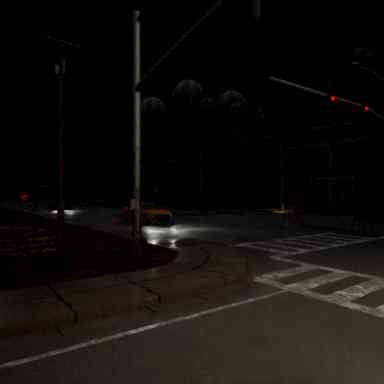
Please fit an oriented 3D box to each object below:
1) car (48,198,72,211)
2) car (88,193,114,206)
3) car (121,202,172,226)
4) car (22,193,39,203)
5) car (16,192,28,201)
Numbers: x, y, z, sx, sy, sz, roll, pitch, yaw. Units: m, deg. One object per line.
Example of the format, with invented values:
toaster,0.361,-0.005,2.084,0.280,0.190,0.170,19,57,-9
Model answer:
car,-16.405,1.484,41.209,1.812,1.442,4.674,-1,1,-36
car,-13.783,1.117,50.669,3.866,1.878,1.905,-2,5,11
car,-3.290,1.447,23.518,1.882,1.535,5.008,0,1,-36
car,-34.280,1.448,71.287,1.882,1.535,5.008,0,0,-37
car,-40.488,1.086,79.646,2.150,2.045,5.566,0,0,-37
